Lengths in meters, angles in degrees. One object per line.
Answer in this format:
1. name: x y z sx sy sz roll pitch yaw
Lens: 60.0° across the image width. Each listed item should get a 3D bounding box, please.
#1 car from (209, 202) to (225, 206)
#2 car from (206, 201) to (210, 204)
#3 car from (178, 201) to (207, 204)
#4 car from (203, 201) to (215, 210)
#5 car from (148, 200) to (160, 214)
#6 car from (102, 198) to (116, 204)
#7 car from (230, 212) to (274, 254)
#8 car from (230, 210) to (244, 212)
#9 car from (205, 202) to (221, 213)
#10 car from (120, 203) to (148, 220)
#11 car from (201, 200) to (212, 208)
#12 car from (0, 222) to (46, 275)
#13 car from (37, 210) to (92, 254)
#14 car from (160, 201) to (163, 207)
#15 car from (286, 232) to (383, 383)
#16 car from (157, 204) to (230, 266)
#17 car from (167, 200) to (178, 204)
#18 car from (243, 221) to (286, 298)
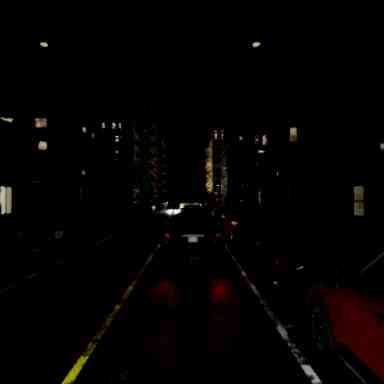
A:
1. car: 2.760 1.885 30.546 1.752 1.417 4.829 0 -1 0
2. car: 2.800 2.008 38.766 2.008 1.369 4.403 0 -1 0
3. car: 0.055 1.813 28.483 1.882 1.535 5.008 0 0 0
4. car: 2.829 2.239 55.310 1.802 1.307 4.206 0 -1 0
5. car: -5.804 2.063 43.392 2.008 1.369 4.403 1 -1 0
6. car: -19.994 2.091 77.652 4.507 1.381 1.887 1 -2 0
7. car: 2.699 1.732 14.083 1.947 1.339 4.313 1 -1 0
8. car: 2.706 1.772 19.309 1.887 1.381 4.507 0 -1 0
9. car: 2.829 2.114 46.310 1.947 1.339 4.313 0 -1 0
10. car: -5.750 1.904 32.158 1.752 1.417 4.829 1 -1 0
11. car: 2.829 2.311 64.312 1.887 1.381 4.507 0 -1 0
12. car: -5.682 1.683 8.551 1.802 1.307 4.206 1 -1 0
13. car: -5.680 1.606 14.086 1.967 1.590 4.097 1 -1 0
14. car: -5.810 2.083 54.212 1.967 1.590 4.097 0 -1 0
15. car: 2.701 1.352 3.021 2.192 1.841 5.009 1 -1 0
16. car: 0.048 1.496 12.253 2.097 1.767 4.553 0 -1 1
17. car: -3.065 2.150 55.438 2.128 1.511 4.902 0 -1 0
18. car: 2.699 1.667 8.550 1.947 1.339 4.313 1 -1 0
